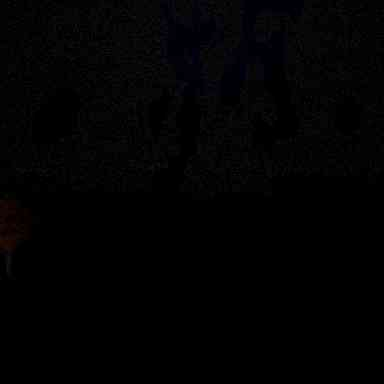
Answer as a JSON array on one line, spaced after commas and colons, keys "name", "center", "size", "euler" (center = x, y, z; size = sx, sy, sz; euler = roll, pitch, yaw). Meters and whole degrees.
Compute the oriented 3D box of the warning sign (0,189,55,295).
[{"name": "warning sign", "center": [-3.617, 0.893, 6.546], "size": [1.060, 1.860, 1.300], "euler": [0, 2, 36]}]
